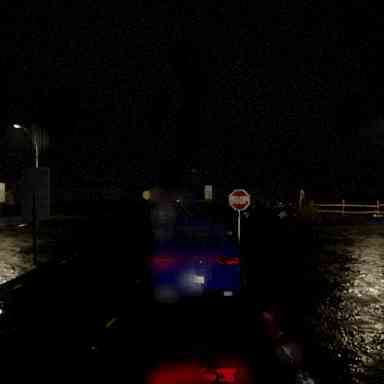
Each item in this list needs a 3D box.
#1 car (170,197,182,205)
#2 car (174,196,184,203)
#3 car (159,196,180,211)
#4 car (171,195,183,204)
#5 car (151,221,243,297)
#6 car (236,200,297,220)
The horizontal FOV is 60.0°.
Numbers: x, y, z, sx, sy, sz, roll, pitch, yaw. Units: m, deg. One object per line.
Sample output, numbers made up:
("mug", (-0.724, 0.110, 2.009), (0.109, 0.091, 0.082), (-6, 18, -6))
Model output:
("car", (-2.842, 1.547, 59.979), (1.895, 1.301, 4.718), (0, 0, 0))
("car", (-2.777, 1.526, 70.303), (1.895, 1.301, 4.718), (0, 0, 0))
("car", (-2.854, 1.537, 40.101), (1.994, 1.385, 4.181), (0, 0, 0))
("car", (-2.850, 1.312, 50.034), (2.097, 1.767, 4.553), (0, 0, 0))
("car", (0.086, 1.475, 8.627), (1.882, 1.535, 5.008), (0, 0, 0))
("car", (6.033, 1.433, 27.241), (4.892, 1.490, 1.837), (0, 1, 15))
